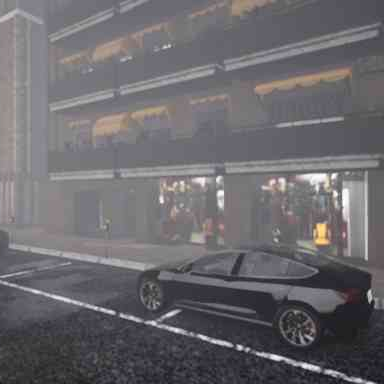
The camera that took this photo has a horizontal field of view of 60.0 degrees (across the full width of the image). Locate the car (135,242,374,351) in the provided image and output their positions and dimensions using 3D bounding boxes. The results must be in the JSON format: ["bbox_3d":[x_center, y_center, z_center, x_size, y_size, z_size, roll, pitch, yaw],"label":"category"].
[{"bbox_3d":[0.922,1.596,6.125,4.313,1.339,1.947,0,0,33],"label":"car"}]

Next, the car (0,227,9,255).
[{"bbox_3d":[-8.525,1.635,12.319,4.403,1.369,2.008,0,0,33],"label":"car"}]
